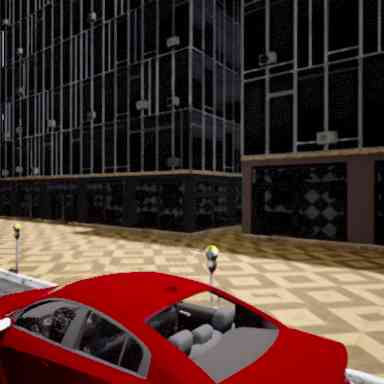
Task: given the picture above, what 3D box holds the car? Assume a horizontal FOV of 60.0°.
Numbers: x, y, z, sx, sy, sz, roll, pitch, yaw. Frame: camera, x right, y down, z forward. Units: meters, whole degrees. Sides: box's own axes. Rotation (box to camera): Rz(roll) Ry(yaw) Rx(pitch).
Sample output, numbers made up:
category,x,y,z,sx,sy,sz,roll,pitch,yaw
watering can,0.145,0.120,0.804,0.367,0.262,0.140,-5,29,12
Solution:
category,x,y,z,sx,sy,sz,roll,pitch,yaw
car,-0.798,1.532,3.447,4.507,1.381,1.887,0,0,36
